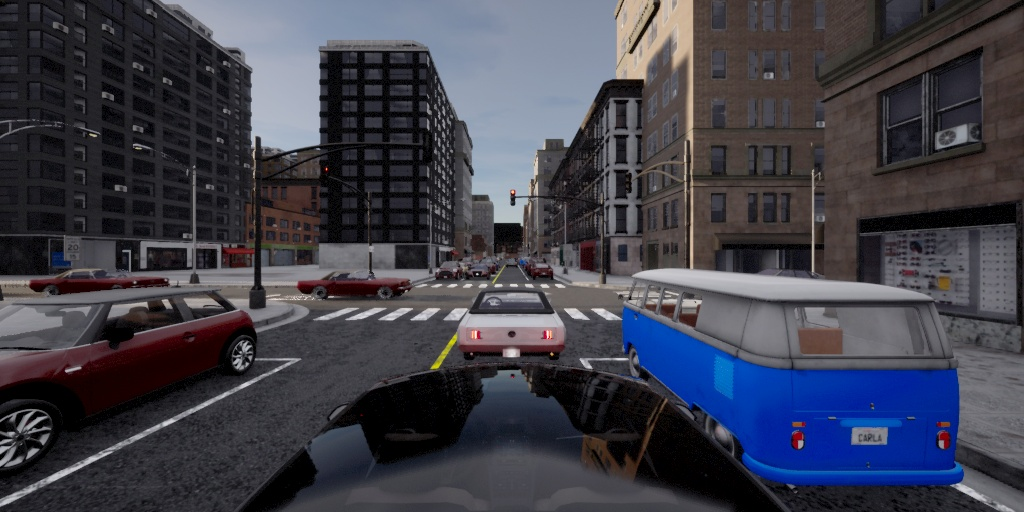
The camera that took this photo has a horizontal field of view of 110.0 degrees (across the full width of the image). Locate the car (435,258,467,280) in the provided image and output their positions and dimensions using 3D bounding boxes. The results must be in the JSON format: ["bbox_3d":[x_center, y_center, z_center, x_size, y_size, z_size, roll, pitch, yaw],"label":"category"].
[{"bbox_3d":[-5.433,1.188,31.361,1.967,1.591,4.097,0,0,0],"label":"car"}]

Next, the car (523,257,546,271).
[{"bbox_3d":[2.584,1.063,36.783,2.192,1.841,5.009,0,0,0],"label":"car"}]

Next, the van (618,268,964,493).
[{"bbox_3d":[2.635,1.091,4.493,1.690,1.789,3.998,0,0,0],"label":"van"}]

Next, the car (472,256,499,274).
[{"bbox_3d":[-2.892,1.100,40.157,2.097,1.767,4.553,0,0,0],"label":"car"}]

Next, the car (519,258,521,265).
[{"bbox_3d":[2.549,1.309,58.421,1.948,1.339,4.313,0,0,0],"label":"car"}]

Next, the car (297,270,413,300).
[{"bbox_3d":[-7.154,1.321,16.724,4.718,1.301,1.895,0,0,0],"label":"car"}]

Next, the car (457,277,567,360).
[{"bbox_3d":[-0.008,1.351,8.278,1.895,1.301,4.718,0,0,0],"label":"car"}]

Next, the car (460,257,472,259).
[{"bbox_3d":[-5.450,1.063,42.180,2.192,1.841,5.009,0,0,0],"label":"car"}]

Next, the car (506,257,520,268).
[{"bbox_3d":[-0.004,1.306,62.329,1.994,1.385,4.181,0,0,1],"label":"car"}]

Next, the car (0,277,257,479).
[{"bbox_3d":[-5.390,1.190,4.481,1.967,1.591,4.097,0,0,0],"label":"car"}]

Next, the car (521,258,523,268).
[{"bbox_3d":[2.566,1.292,47.602,1.888,1.381,4.507,0,0,0],"label":"car"}]

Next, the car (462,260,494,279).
[{"bbox_3d":[-2.896,1.313,31.537,1.994,1.385,4.181,0,0,-1],"label":"car"}]

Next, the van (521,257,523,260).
[{"bbox_3d":[2.558,1.086,53.012,1.690,1.789,3.998,0,0,0],"label":"van"}]

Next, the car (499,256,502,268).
[{"bbox_3d":[-2.910,1.099,49.032,2.097,1.767,4.553,0,0,0],"label":"car"}]

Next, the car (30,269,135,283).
[{"bbox_3d":[-18.947,1.255,16.694,4.718,1.301,1.895,0,0,0],"label":"car"}]

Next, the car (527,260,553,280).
[{"bbox_3d":[2.592,1.294,31.374,1.888,1.381,4.507,0,0,0],"label":"car"}]
